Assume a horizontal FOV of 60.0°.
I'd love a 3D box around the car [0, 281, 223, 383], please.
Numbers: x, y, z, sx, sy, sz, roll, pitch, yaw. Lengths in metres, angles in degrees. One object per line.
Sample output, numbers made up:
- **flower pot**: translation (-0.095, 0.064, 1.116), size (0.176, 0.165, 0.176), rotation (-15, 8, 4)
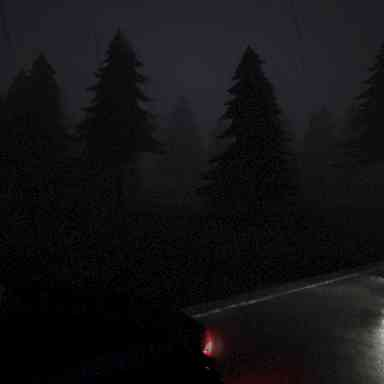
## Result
- **car**: translation (-1.759, 1.564, 2.727), size (4.181, 1.385, 1.994), rotation (1, 0, -36)
